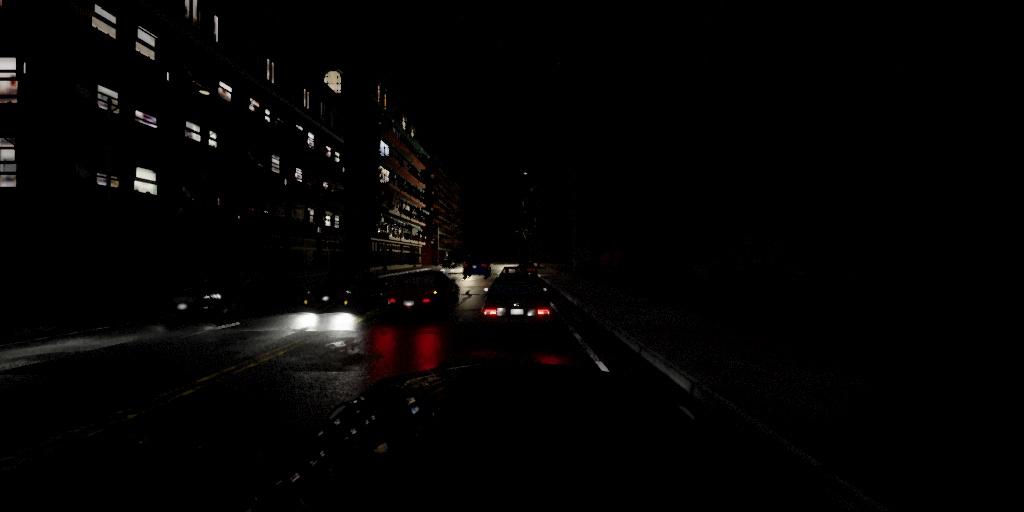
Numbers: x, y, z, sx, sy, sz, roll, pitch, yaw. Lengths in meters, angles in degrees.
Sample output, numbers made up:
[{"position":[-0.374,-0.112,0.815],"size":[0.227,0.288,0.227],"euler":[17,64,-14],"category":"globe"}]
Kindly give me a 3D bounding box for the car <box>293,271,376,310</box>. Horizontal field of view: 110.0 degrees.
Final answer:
[{"position":[-6.589,1.316,14.664],"size":[1.994,1.385,4.181],"euler":[0,0,0],"category":"car"}]

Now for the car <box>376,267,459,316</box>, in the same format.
[{"position":[-3.142,1.278,13.241],"size":[1.812,1.442,4.674],"euler":[0,0,0],"category":"car"}]

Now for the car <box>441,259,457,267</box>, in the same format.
[{"position":[-9.789,1.257,56.270],"size":[1.837,1.490,4.892],"euler":[0,0,0],"category":"car"}]

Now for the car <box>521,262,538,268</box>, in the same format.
[{"position":[1.164,1.259,30.682],"size":[1.837,1.490,4.892],"euler":[0,0,0],"category":"car"}]

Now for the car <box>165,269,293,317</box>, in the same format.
[{"position":[-9.840,1.243,13.154],"size":[2.128,1.511,4.902],"euler":[0,0,0],"category":"car"}]

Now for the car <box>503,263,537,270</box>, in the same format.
[{"position":[0.116,1.301,20.915],"size":[2.033,1.411,5.357],"euler":[0,0,0],"category":"car"}]

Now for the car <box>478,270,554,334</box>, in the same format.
[{"position":[0.110,1.299,10.554],"size":[2.033,1.411,5.357],"euler":[0,0,0],"category":"car"}]

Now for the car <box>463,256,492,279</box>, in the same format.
[{"position":[-3.122,0.978,32.625],"size":[2.150,2.045,5.566],"euler":[0,0,0],"category":"car"}]
